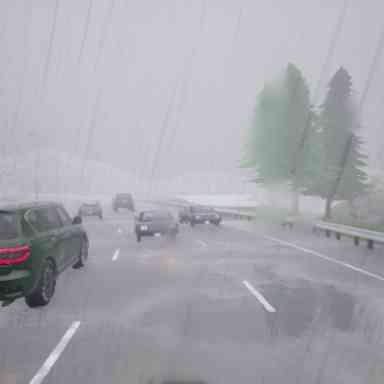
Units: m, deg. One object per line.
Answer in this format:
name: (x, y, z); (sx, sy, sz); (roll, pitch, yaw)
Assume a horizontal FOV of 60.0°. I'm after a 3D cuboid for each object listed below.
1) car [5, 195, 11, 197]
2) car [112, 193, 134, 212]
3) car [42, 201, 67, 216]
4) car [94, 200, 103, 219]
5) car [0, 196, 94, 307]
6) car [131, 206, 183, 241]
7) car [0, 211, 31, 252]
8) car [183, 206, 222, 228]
car: (-41.241, 1.394, 75.138); (1.882, 1.535, 5.008); (0, 0, -17)
car: (-8.124, 1.174, 38.924); (2.150, 2.045, 5.566); (0, 0, -17)
car: (-13.959, 1.605, 34.063); (1.895, 1.301, 4.718); (0, 0, -17)
car: (-8.734, 1.474, 28.763); (2.128, 1.511, 4.902); (0, 0, -16)
car: (-4.058, 1.227, 7.973); (2.150, 2.045, 5.566); (0, 0, -6)
car: (-1.899, 1.570, 16.611); (1.895, 1.301, 4.718); (0, 0, -11)
car: (-8.457, 1.620, 13.903); (1.895, 1.301, 4.718); (0, 0, -10)
car: (0.388, 1.541, 22.084); (1.895, 1.301, 4.718); (0, 0, -14)
